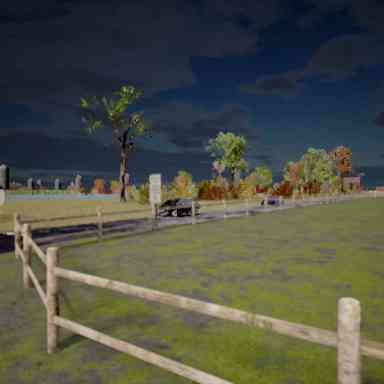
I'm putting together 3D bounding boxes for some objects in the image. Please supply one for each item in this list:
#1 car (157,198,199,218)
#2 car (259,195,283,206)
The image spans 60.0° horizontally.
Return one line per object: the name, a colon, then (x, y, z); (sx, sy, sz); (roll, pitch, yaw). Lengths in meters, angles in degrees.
car: (-1.284, 1.292, 27.930); (1.837, 1.490, 4.892); (-1, -1, 35)
car: (10.702, 1.148, 44.893); (1.994, 1.385, 4.181); (-2, 0, 36)
